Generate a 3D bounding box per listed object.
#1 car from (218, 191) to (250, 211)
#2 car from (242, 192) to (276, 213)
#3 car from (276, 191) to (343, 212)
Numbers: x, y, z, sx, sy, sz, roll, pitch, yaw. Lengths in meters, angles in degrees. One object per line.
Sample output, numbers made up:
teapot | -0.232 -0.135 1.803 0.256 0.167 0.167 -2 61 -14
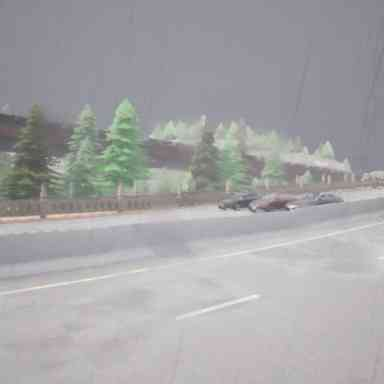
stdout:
car | 4.398 0.759 28.635 4.892 1.490 1.837 -4 2 -35
car | 6.446 0.779 25.798 4.674 1.442 1.812 -4 2 -35
car | 8.456 0.746 22.931 4.902 1.511 2.128 -4 2 -35
